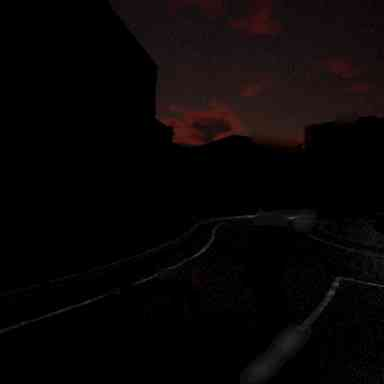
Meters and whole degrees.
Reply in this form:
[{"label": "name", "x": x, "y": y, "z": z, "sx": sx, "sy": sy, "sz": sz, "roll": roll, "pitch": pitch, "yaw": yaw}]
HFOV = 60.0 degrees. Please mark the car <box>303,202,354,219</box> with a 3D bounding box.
[{"label": "car", "x": 11.810, "y": 1.576, "z": 28.841, "sx": 4.181, "sy": 1.385, "sz": 1.994, "roll": 1, "pitch": -1, "yaw": -17}]
